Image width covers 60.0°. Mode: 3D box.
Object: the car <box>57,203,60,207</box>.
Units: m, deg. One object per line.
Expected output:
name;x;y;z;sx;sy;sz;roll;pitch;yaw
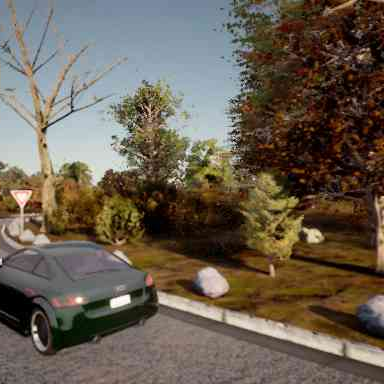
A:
car;-19.023;2.732;49.725;2.150;2.045;5.566;-2;-3;13

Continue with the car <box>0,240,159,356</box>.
car;-2.577;1.631;6.298;4.181;1.385;1.994;-1;-1;41
